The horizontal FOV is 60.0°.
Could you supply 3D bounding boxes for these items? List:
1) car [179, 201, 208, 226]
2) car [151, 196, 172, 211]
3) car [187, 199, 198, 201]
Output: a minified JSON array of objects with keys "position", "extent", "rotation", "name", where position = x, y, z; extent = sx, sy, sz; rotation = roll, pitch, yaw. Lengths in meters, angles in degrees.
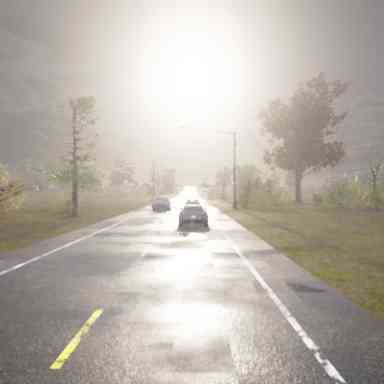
[{"position":[0.095,1.553,23.226],"extent":[1.994,1.385,4.181],"rotation":[0,0,0],"name":"car"},{"position":[-3.596,1.329,39.790],"extent":[2.097,1.767,4.553],"rotation":[0,0,0],"name":"car"},{"position":[0.094,1.525,40.607],"extent":[2.033,1.411,5.357],"rotation":[0,0,0],"name":"car"}]
